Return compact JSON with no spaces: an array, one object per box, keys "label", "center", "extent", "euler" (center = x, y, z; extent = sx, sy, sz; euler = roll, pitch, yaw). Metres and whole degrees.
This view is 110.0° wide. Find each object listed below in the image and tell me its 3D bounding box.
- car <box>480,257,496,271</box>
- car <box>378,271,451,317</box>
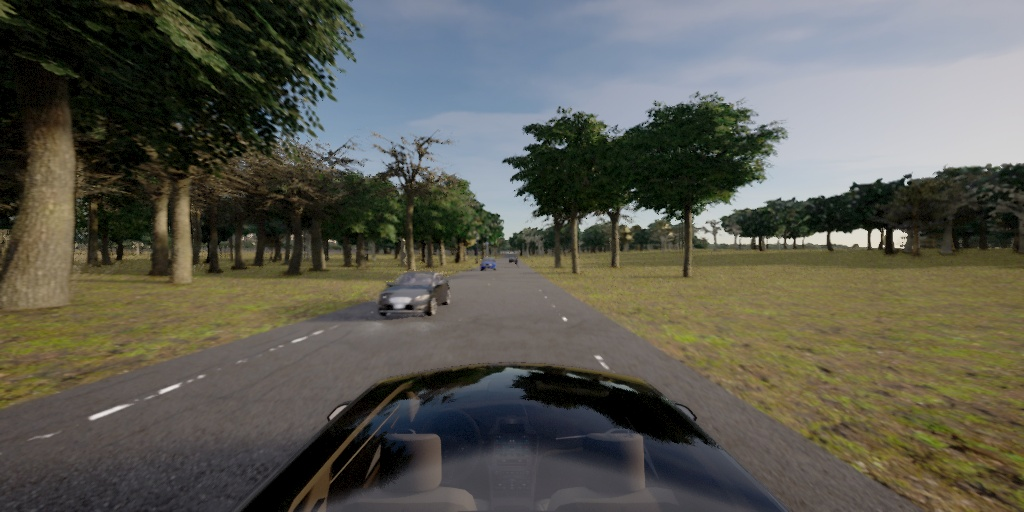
[{"label":"car","center":[-3.548,1.218,54.459],"extent":[2.150,2.045,5.566],"euler":[0,0,1]},{"label":"car","center":[-3.597,1.352,13.919],"extent":[2.128,1.511,4.902],"euler":[0,0,0]}]
